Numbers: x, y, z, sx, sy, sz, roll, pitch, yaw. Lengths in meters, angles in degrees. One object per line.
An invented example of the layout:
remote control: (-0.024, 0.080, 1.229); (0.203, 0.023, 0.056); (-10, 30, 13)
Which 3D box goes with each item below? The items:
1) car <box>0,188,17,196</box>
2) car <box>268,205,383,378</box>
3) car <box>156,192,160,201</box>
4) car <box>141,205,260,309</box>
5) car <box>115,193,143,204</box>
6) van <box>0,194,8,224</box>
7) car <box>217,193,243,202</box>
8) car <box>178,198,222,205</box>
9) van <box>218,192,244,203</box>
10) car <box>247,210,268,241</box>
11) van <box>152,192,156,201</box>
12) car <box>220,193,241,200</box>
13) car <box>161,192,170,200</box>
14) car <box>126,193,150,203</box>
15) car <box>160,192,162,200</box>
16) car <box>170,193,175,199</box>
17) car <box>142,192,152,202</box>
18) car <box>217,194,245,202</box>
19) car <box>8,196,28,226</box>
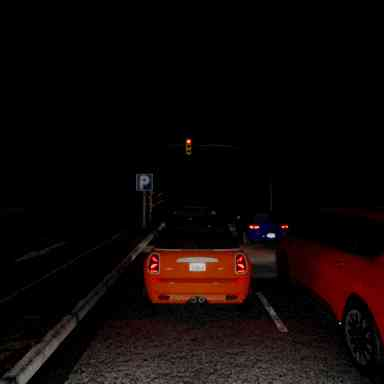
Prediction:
car: (-28.267, 0.132, 51.157); (2.002, 1.452, 4.674); (6, -3, -20)
car: (3.100, 1.229, 5.688); (2.150, 2.045, 5.566); (0, 0, -1)
car: (-10.157, 1.315, 72.280); (4.892, 1.521, 2.231); (-1, 0, -14)
car: (0.102, 1.363, 8.077); (2.097, 1.767, 4.553); (0, 0, 0)
car: (-11.565, 1.352, 60.322); (4.792, 1.488, 2.163); (-1, 0, -15)
van: (-13.640, 1.294, 19.534); (4.442, 1.987, 1.878); (-1, 0, -20)
car: (7.535, 1.135, 65.925); (4.553, 1.767, 2.185); (1, 0, -14)
car: (0.142, 1.377, 16.723); (2.097, 1.767, 4.553); (0, 0, 0)
van: (7.158, 1.037, 62.955); (4.442, 1.987, 1.878); (1, 0, -14)
car: (3.132, 1.547, 15.382); (1.812, 1.442, 4.674); (0, 0, 0)
van: (-10.379, 1.087, 69.309); (4.442, 1.987, 1.878); (-1, 0, -14)
car: (9.296, 1.122, 80.628); (4.553, 1.767, 2.185); (1, 0, -12)
car: (-8.622, 1.350, 84.263); (4.674, 1.452, 2.002); (-1, 0, -12)
car: (-10.838, 1.190, 66.268); (4.553, 1.767, 2.185); (-1, 0, -14)
car: (-9.790, 1.352, 75.276); (4.674, 1.452, 2.002); (-1, 0, -13)
car: (-8.177, 1.057, 87.270); (5.566, 2.045, 2.435); (-1, 0, -12)
car: (-10.926, 1.309, 63.316); (5.366, 1.575, 1.946); (-1, 0, -15)
car: (8.065, 1.257, 68.920); (5.366, 1.575, 1.946); (1, 0, -13)
car: (-13.671, 1.400, 22.512); (4.553, 1.767, 2.185); (-1, 0, -19)
